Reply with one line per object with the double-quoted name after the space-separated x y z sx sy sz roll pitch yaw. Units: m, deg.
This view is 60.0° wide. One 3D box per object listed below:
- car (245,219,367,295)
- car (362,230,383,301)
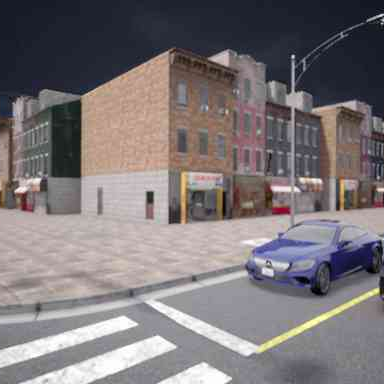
3.415 1.485 8.780 4.674 1.442 1.812 0 0 -41 "car"
5.537 1.477 6.843 4.892 1.490 1.837 0 0 -41 "car"
